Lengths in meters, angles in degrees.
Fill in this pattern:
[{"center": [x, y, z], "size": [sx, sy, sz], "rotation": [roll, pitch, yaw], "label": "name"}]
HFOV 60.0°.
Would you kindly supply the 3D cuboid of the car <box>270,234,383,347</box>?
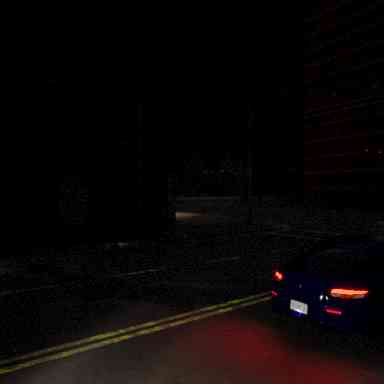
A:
[{"center": [3.453, 1.526, 6.234], "size": [4.674, 1.442, 1.812], "rotation": [0, 0, -35], "label": "car"}]
